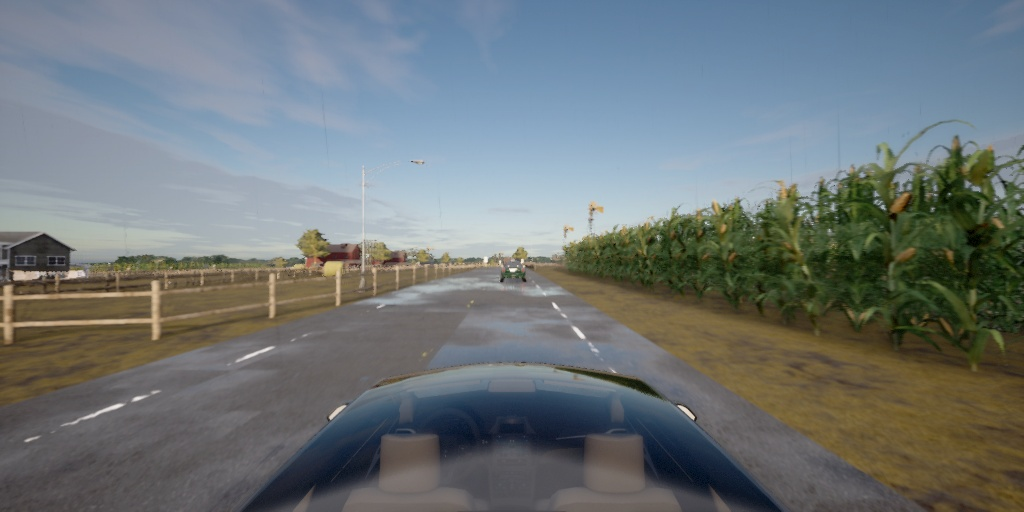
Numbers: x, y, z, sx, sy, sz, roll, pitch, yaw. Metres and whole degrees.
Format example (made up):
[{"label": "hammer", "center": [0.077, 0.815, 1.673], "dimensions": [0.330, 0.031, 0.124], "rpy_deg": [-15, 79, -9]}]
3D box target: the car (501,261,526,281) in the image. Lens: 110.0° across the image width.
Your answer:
[{"label": "car", "center": [0.100, 1.225, 31.208], "dimensions": [2.097, 1.767, 4.553], "rpy_deg": [0, -1, 0]}]
